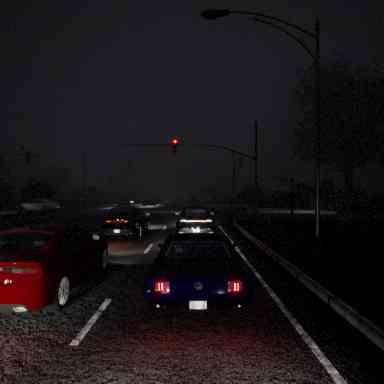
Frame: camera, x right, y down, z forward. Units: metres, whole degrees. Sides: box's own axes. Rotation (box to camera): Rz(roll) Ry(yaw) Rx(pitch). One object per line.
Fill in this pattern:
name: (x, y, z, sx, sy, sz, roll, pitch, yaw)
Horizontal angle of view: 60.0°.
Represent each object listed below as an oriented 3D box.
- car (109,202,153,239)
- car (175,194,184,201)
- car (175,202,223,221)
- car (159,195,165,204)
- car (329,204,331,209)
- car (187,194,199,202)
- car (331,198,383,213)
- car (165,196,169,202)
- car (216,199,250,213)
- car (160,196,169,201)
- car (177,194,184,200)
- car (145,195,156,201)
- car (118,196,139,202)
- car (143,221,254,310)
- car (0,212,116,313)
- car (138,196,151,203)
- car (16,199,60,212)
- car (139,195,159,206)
car: (-3.359, 1.505, 17.303, 1.837, 1.490, 4.892, 0, 0, 0)
car: (-3.292, 1.532, 84.663, 2.033, 1.411, 5.357, 0, 0, 0)
car: (0.150, 1.491, 17.040, 2.128, 1.511, 4.902, 0, 0, -1)
car: (-6.892, 1.601, 63.464, 1.895, 1.301, 4.718, 0, 0, 1)
car: (18.861, 1.489, 39.365, 4.902, 1.511, 2.128, 0, 0, 3)
car: (0.217, 1.504, 59.946, 1.837, 1.490, 4.892, 0, 0, 0)
car: (18.072, 1.598, 35.901, 4.718, 1.301, 1.895, 0, 0, 3)
car: (-6.824, 1.478, 73.225, 1.882, 1.535, 5.008, 0, 0, 0)
car: (3.657, 1.601, 36.743, 4.718, 1.301, 1.895, 0, 0, 3)
car: (-6.798, 1.595, 83.208, 1.895, 1.301, 4.718, 0, 0, 0)
car: (-3.226, 1.327, 95.071, 1.882, 1.535, 5.008, 0, 0, 1)
car: (-10.299, 1.540, 82.841, 2.033, 1.411, 5.357, 0, 0, 0)
car: (-10.486, 1.491, 53.185, 2.128, 1.511, 4.902, 0, 0, 1)
car: (0.118, 1.601, 7.778, 1.895, 1.301, 4.718, 0, 0, 0)
car: (-3.383, 1.478, 7.805, 1.882, 1.535, 5.008, 0, 0, 0)
car: (-10.326, 1.540, 72.537, 2.033, 1.411, 5.357, 0, 0, 0)
car: (-17.563, 1.525, 37.983, 4.674, 1.442, 1.812, 0, 0, 3)
car: (-6.958, 1.564, 54.703, 1.994, 1.385, 4.181, 0, 0, -1)
